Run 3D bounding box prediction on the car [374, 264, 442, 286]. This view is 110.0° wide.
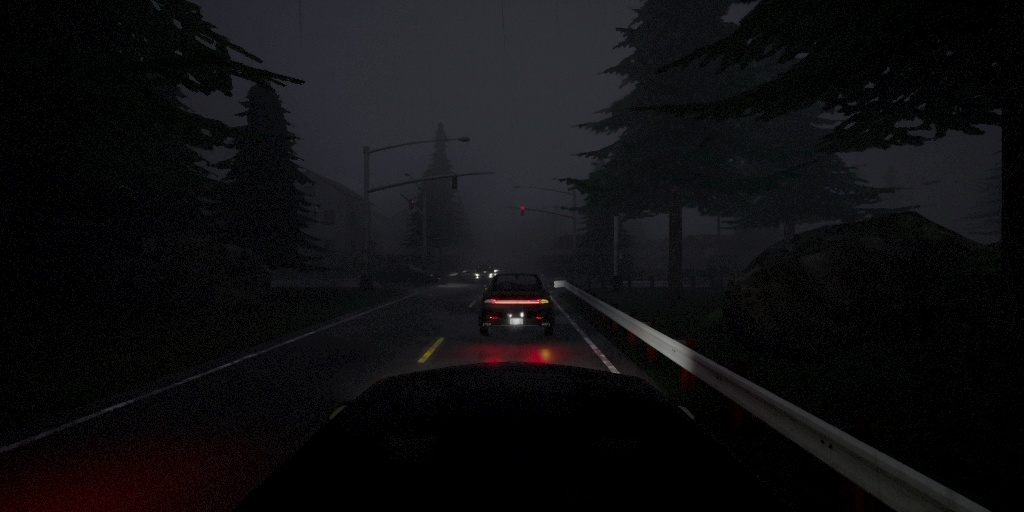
[{"bbox_3d":[-7.157,1.262,24.602,4.674,1.442,1.812,0,0,12],"label":"car"}]

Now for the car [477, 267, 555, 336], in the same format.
[{"bbox_3d":[0.134,1.242,10.395,2.128,1.511,4.902,0,0,1],"label":"car"}]

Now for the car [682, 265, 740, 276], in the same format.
[{"bbox_3d":[15.550,1.336,28.461,4.718,1.301,1.895,0,0,1],"label":"car"}]

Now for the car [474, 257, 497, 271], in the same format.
[{"bbox_3d":[-3.224,1.227,44.079,1.882,1.535,5.008,0,0,1],"label":"car"}]
